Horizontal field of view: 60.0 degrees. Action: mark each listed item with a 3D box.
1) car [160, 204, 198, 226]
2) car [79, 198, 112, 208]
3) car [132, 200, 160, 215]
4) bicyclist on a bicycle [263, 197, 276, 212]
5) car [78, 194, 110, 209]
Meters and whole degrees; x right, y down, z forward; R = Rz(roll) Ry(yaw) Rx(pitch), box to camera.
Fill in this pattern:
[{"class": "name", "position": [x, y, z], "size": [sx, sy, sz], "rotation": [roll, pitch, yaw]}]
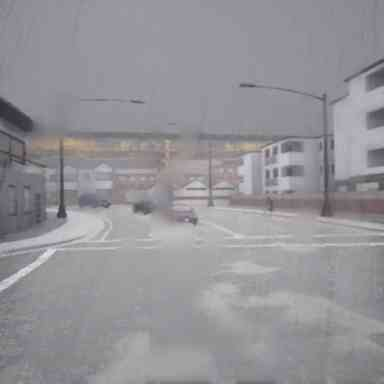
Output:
[{"class": "car", "position": [-0.913, 1.607, 24.421], "size": [1.812, 1.442, 4.674], "rotation": [0, 0, -14]}, {"class": "car", "position": [-15.212, 1.670, 52.316], "size": [5.357, 1.411, 2.033], "rotation": [-1, -1, 36]}, {"class": "car", "position": [-4.614, 1.582, 34.536], "size": [2.033, 1.411, 5.357], "rotation": [0, 0, -28]}, {"class": "bicyclist on a bicycle", "position": [7.917, 1.292, 34.043], "size": [1.656, 1.620, 0.582], "rotation": [-1, 0, -21]}, {"class": "car", "position": [-13.649, 1.263, 46.199], "size": [5.566, 2.045, 2.150], "rotation": [0, 0, 42]}]
